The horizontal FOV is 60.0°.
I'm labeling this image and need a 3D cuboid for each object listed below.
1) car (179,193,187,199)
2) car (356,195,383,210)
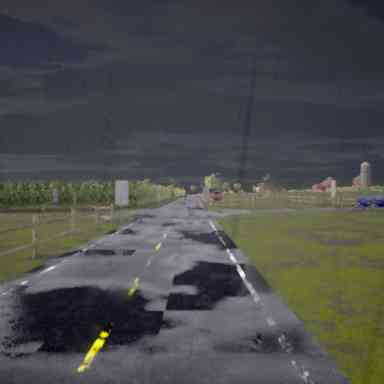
[{"bbox_3d":[-2.323,1.089,87.010,2.033,1.411,5.357,0,0,1],"label":"car"},{"bbox_3d":[19.995,1.018,34.992,5.008,1.535,1.882,-1,-1,0],"label":"car"}]
